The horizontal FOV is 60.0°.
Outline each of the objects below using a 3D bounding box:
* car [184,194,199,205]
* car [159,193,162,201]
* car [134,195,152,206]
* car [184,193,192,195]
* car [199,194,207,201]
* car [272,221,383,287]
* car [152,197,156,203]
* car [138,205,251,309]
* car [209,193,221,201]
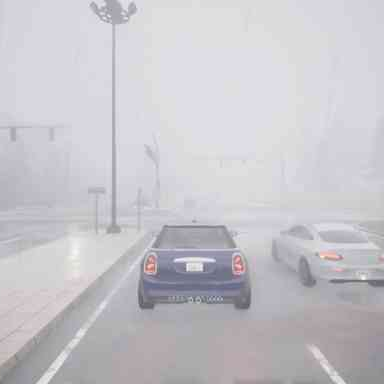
[{"bbox_3d":[-0.244,1.525,54.838,1.812,1.442,4.674,0,0,-1],"label":"car"},{"bbox_3d":[-8.755,1.224,84.002,2.150,2.045,5.566,0,0,-1],"label":"car"},{"bbox_3d":[-8.343,1.353,55.670,2.097,1.767,4.553,0,0,-1],"label":"car"},{"bbox_3d":[-0.777,1.489,85.342,1.837,1.490,4.892,0,0,-1],"label":"car"},{"bbox_3d":[2.723,1.513,85.405,1.812,1.442,4.674,0,0,-1],"label":"car"},{"bbox_3d":[3.561,1.526,9.222,1.812,1.442,4.674,0,0,0],"label":"car"},{"bbox_3d":[-8.496,1.552,69.178,1.994,1.385,4.181,0,0,-1],"label":"car"},{"bbox_3d":[0.058,1.352,8.018,2.097,1.767,4.553,0,0,0],"label":"car"},{"bbox_3d":[6.228,1.214,85.139,2.150,2.045,5.566,0,0,-1],"label":"car"}]
